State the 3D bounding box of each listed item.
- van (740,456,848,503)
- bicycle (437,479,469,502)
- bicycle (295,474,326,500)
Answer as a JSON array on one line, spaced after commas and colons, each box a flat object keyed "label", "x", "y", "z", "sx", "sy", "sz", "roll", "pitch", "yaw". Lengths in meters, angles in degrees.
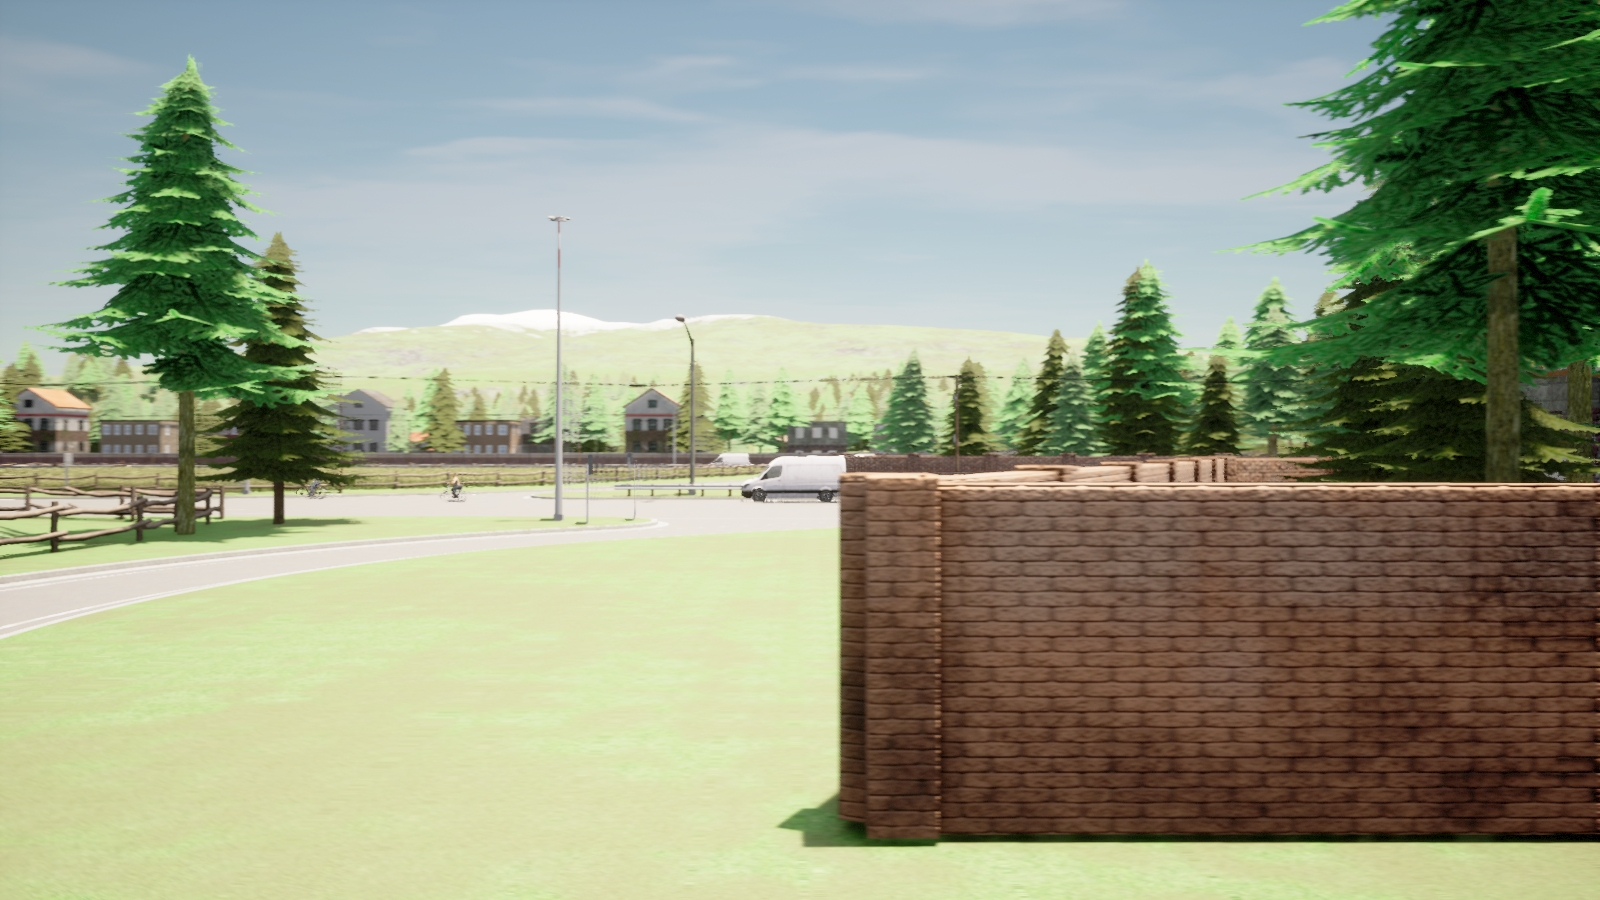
[{"label": "van", "x": -0.305, "y": 1.632, "z": 63.483, "sx": 5.915, "sy": 2.561, "sz": 1.988, "roll": 0, "pitch": 0, "yaw": 0}, {"label": "bicycle", "x": -19.299, "y": 2.245, "z": 63.552, "sx": 1.487, "sy": 1.276, "sz": 0.859, "roll": 0, "pitch": 0, "yaw": 0}, {"label": "bicycle", "x": -28.682, "y": 2.143, "z": 67.000, "sx": 1.643, "sy": 1.496, "sz": 0.373, "roll": 0, "pitch": -2, "yaw": -26}]
